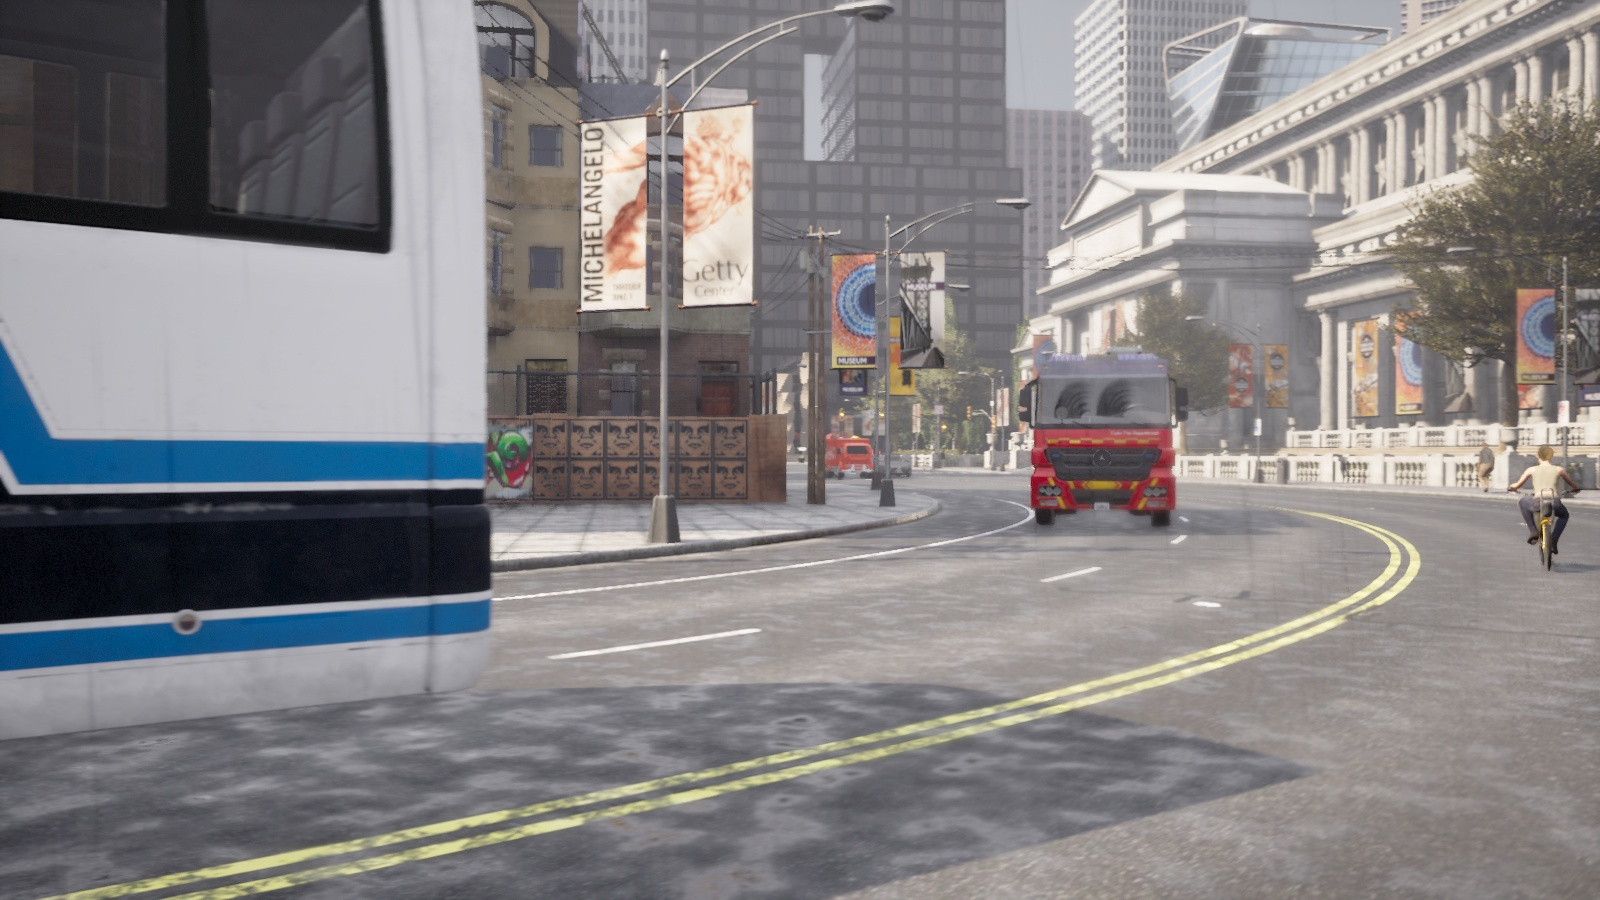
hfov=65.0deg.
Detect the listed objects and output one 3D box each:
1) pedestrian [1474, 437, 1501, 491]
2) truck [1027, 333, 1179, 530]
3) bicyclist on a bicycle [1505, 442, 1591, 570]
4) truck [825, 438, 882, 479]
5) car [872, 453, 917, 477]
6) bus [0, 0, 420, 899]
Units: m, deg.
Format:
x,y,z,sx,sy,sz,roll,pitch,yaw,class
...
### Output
x,y,z,sx,sy,sz,roll,pitch,yaw,class
23.983,0.483,43.812,0.540,1.848,0.694,0,0,-6,pedestrian
6.956,-0.341,28.776,2.891,3.827,8.468,0,0,14,truck
9.892,0.711,16.652,0.866,1.612,1.509,-1,0,27,bicyclist on a bicycle
3.279,0.514,78.365,2.627,2.467,5.204,0,0,-8,truck
6.187,0.955,82.845,2.007,1.525,4.514,0,0,-8,car
-6.722,-0.601,3.242,10.273,4.253,3.944,0,0,-35,bus
